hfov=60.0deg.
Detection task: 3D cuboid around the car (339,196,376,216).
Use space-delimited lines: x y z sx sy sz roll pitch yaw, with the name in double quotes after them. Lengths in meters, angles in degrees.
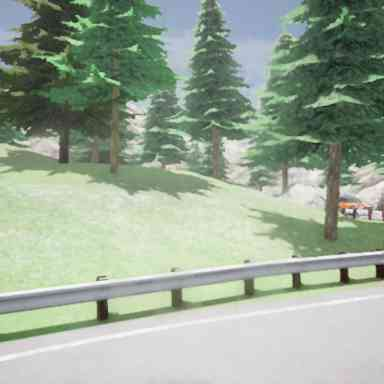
14.167 1.185 30.042 2.097 1.767 4.553 0 0 -19 "car"
